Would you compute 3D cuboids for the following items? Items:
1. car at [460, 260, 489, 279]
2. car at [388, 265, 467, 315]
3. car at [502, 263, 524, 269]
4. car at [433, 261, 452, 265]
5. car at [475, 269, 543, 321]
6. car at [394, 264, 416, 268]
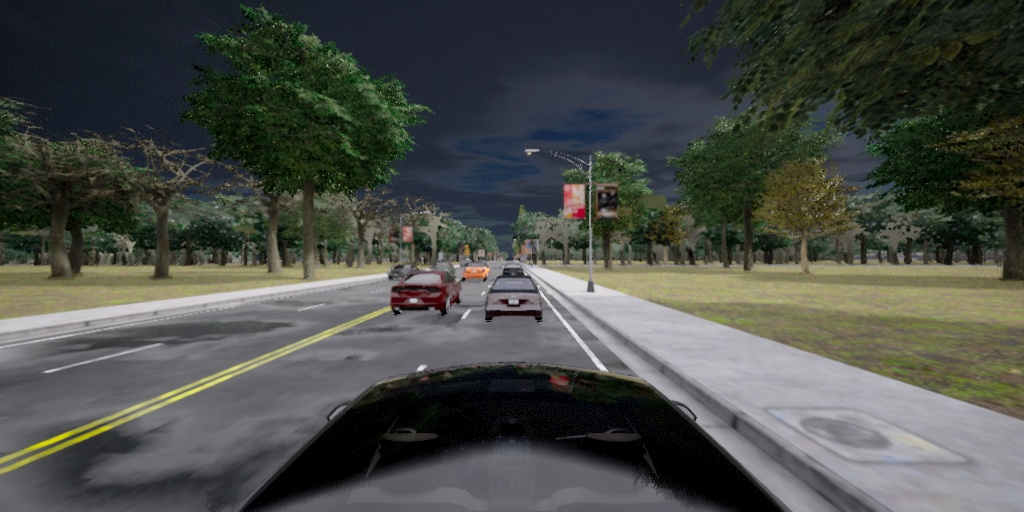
[{"bbox_3d":[-3.155,1.296,32.320,2.097,1.767,4.553,0,0,0],"label":"car"},{"bbox_3d":[-3.174,1.303,14.115,1.882,1.535,5.008,0,0,1],"label":"car"},{"bbox_3d":[0.102,1.434,34.152,1.882,1.535,5.008,0,0,0],"label":"car"},{"bbox_3d":[-6.587,1.304,33.605,2.097,1.767,4.553,0,0,0],"label":"car"},{"bbox_3d":[0.067,1.364,12.707,2.033,1.411,5.357,0,0,0],"label":"car"},{"bbox_3d":[-9.838,1.455,32.960,1.837,1.490,4.892,0,-1,0],"label":"car"}]
